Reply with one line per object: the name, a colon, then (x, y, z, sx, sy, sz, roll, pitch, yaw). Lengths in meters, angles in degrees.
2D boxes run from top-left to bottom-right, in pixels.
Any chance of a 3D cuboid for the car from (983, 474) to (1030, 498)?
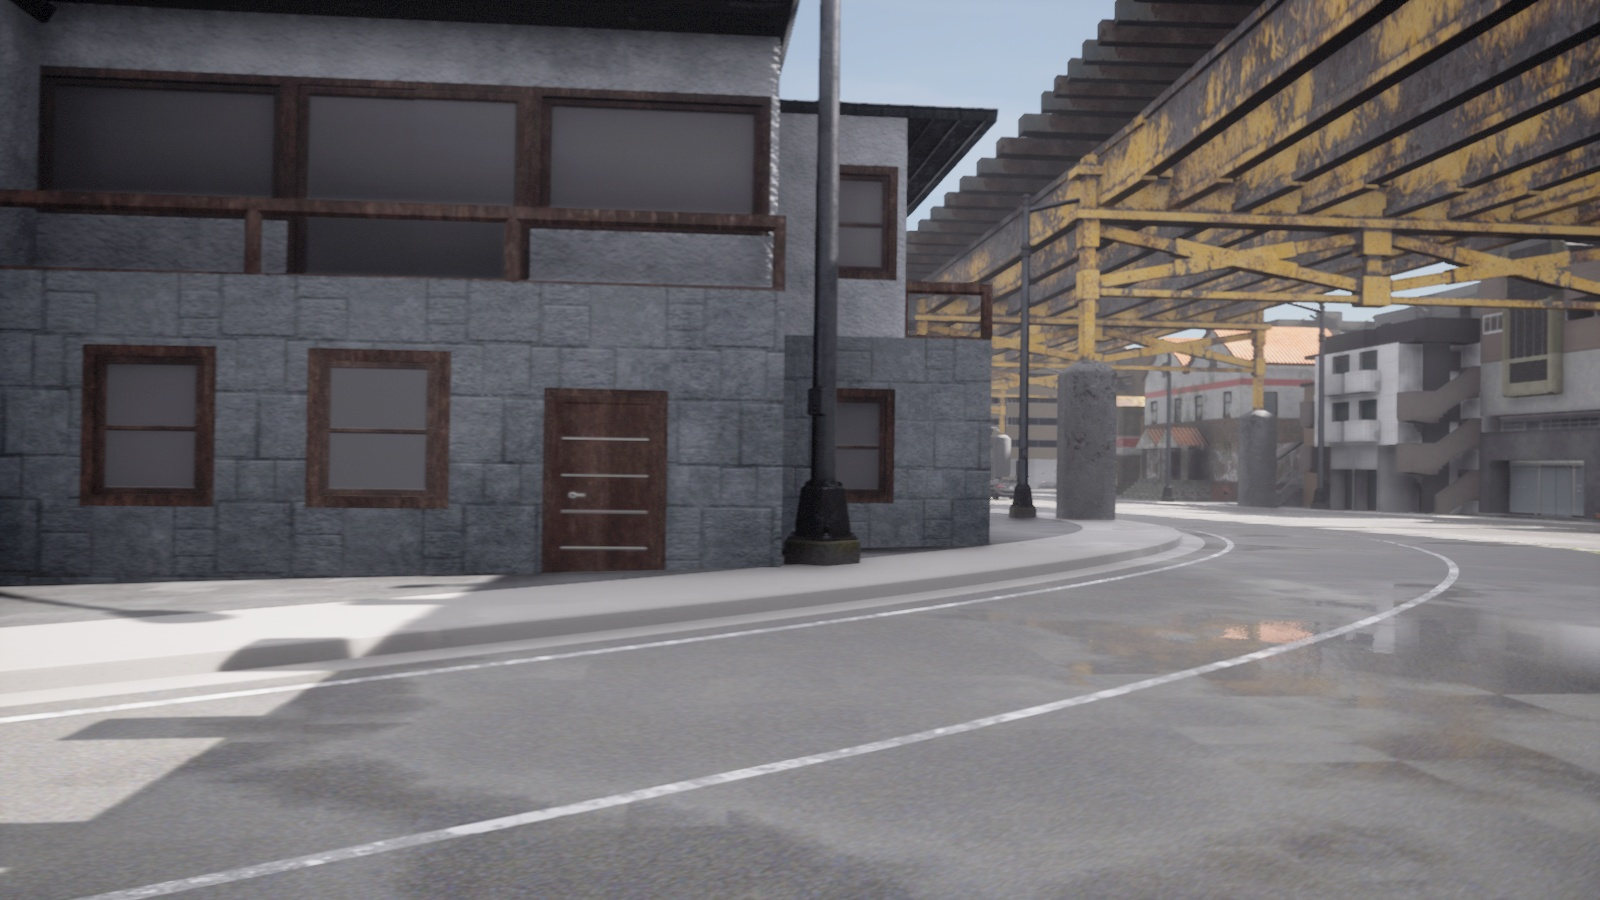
car: (14.887, 2.611, 90.937, 2.242, 1.667, 4.611, 1, -1, -5)
